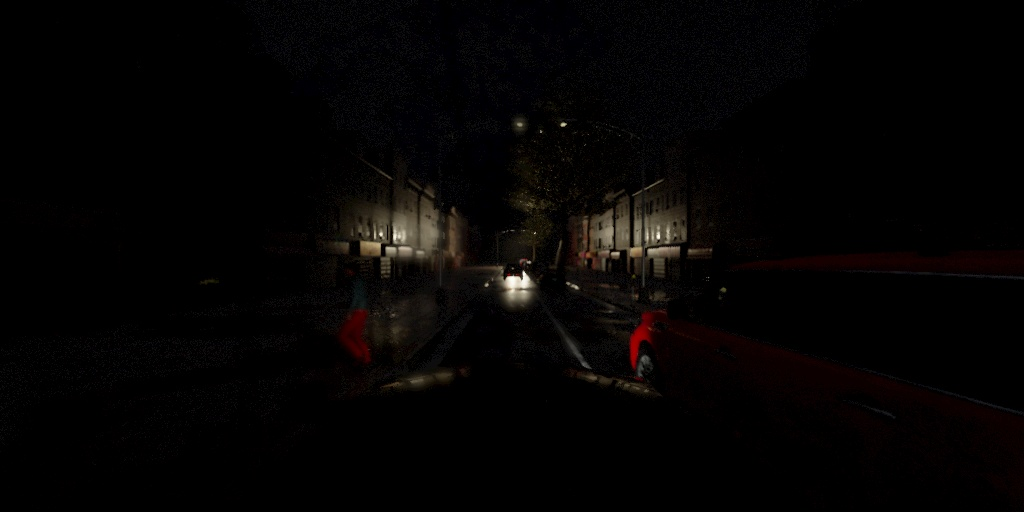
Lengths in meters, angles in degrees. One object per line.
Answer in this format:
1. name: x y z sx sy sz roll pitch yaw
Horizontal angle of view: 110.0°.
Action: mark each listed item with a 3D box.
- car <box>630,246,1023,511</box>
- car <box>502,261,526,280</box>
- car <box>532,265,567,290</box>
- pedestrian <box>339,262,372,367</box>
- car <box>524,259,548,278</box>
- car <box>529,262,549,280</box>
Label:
1. car: 2.749 0.986 2.777 2.150 2.045 5.566 0 -1 0
2. car: 0.117 1.534 35.078 1.837 1.490 4.892 0 0 0
3. car: 2.653 1.516 24.244 1.948 1.339 4.313 0 0 0
4. pedestrian: -2.638 0.935 6.030 0.375 1.860 0.375 0 0 0
5. car: 2.662 1.346 35.336 2.192 1.841 5.009 0 0 0
6. car: 2.658 1.516 29.960 1.751 1.417 4.829 0 0 0
